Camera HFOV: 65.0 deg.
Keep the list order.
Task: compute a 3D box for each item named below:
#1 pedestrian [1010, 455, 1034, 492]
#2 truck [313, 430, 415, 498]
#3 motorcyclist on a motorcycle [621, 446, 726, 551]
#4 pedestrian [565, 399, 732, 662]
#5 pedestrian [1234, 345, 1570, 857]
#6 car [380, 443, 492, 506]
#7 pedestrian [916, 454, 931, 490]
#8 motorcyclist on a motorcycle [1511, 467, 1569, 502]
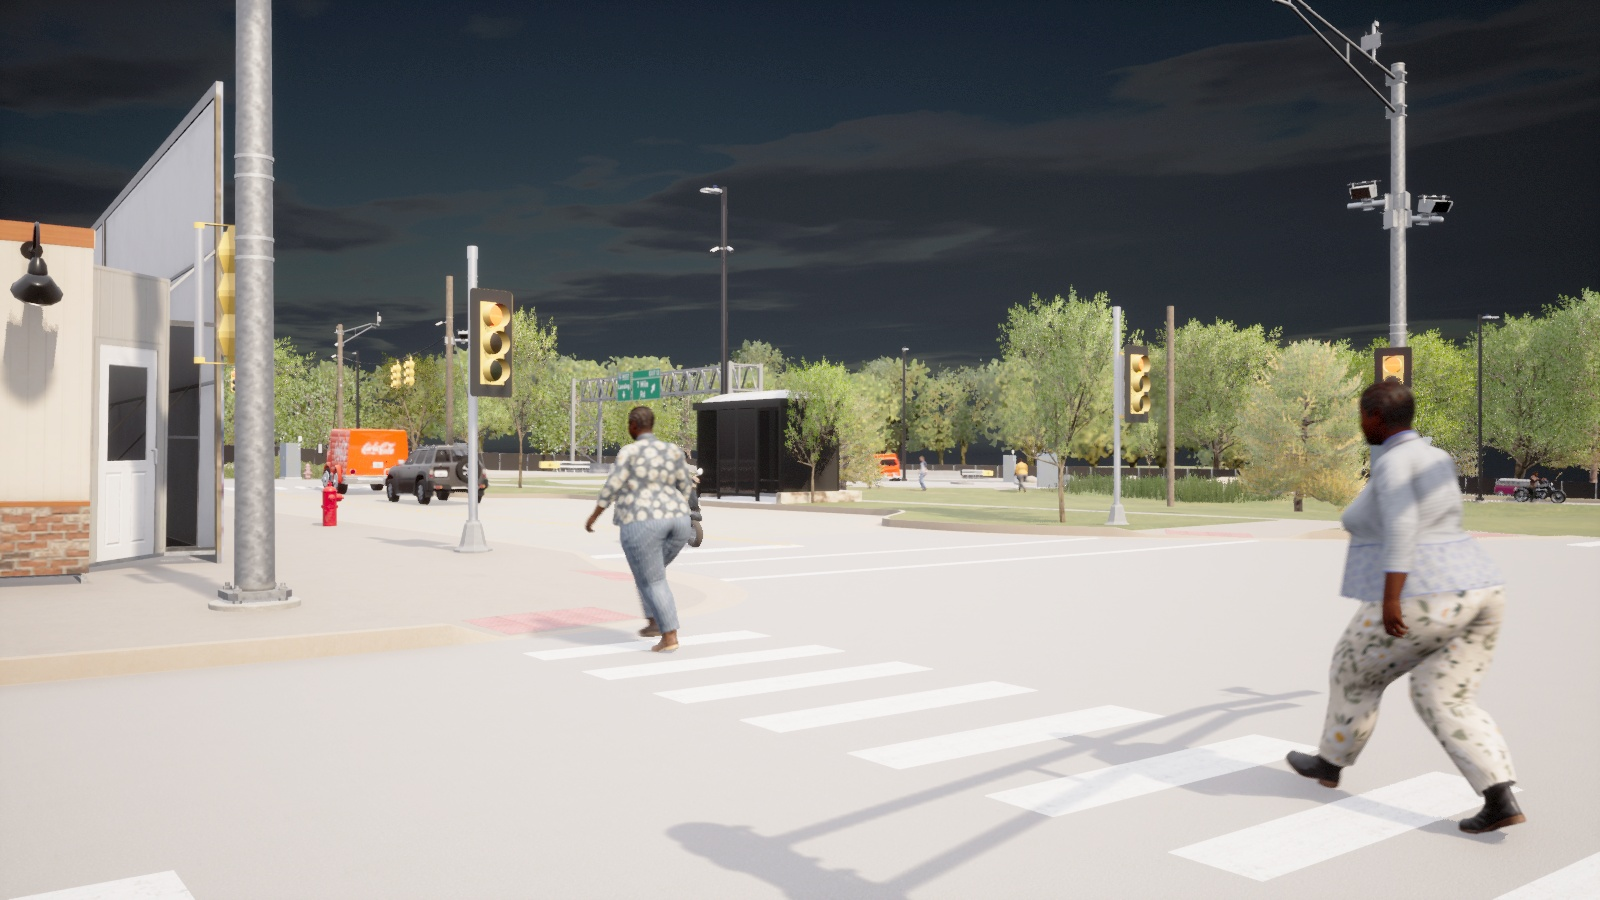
[{"bbox_3d":[11.446,1.210,64.840,0.874,1.855,0.900,0,0,-18],"label":"pedestrian"},{"bbox_3d":[-16.951,0.484,48.656,2.627,2.467,5.204,0,1,-32],"label":"truck"},{"bbox_3d":[-2.040,0.744,20.081,0.866,1.590,1.817,0,0,-36],"label":"motorcyclist on a motorcycle"},{"bbox_3d":[-1.143,0.566,9.482,0.874,1.855,0.900,0,0,-45],"label":"pedestrian"},{"bbox_3d":[2.448,0.545,5.153,0.874,1.855,0.900,0,0,-31],"label":"pedestrian"},{"bbox_3d":[-11.595,0.799,39.812,1.932,1.855,4.605,0,-2,-36],"label":"car"},{"bbox_3d":[6.295,1.135,64.042,0.706,1.836,0.354,0,0,-14],"label":"pedestrian"},{"bbox_3d":[36.430,1.688,61.827,0.766,1.649,2.350,0,0,-42],"label":"motorcyclist on a motorcycle"}]
